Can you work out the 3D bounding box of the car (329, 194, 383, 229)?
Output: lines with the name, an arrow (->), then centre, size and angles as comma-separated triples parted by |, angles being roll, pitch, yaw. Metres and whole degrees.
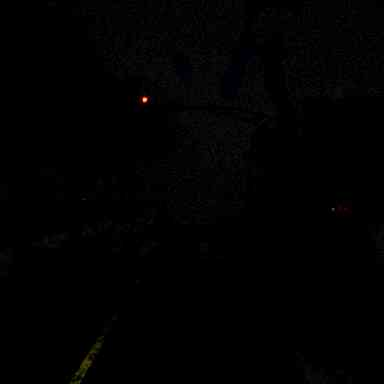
car -> 11.415, 1.129, 20.579 | 5.566, 2.045, 2.150 | 0, -1, 0
